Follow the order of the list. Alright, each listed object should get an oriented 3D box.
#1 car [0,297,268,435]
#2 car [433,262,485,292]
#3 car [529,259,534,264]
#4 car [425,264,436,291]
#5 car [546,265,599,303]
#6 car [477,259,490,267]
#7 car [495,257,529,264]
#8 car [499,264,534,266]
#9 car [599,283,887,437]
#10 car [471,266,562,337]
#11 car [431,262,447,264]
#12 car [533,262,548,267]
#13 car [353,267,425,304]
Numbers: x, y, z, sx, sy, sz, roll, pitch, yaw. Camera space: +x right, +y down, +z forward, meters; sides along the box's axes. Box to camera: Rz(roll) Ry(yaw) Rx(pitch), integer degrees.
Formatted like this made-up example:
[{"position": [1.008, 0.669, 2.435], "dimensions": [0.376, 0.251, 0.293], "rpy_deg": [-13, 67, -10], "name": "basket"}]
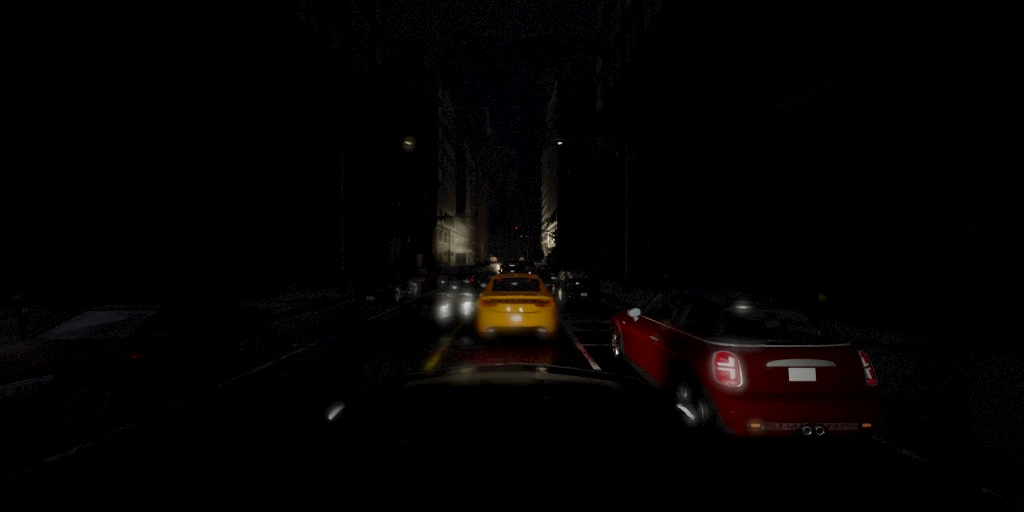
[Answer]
[{"position": [-5.664, 1.332, 5.481], "dimensions": [1.802, 1.307, 4.207], "rpy_deg": [0, 0, 0], "name": "car"}, {"position": [-3.033, 1.299, 21.781], "dimensions": [2.033, 1.411, 5.357], "rpy_deg": [0, 0, 1], "name": "car"}, {"position": [2.976, 1.232, 64.563], "dimensions": [1.967, 1.591, 4.097], "rpy_deg": [0, 0, 0], "name": "car"}, {"position": [-5.642, 1.334, 21.985], "dimensions": [1.802, 1.307, 4.207], "rpy_deg": [0, 0, 0], "name": "car"}, {"position": [2.876, 1.301, 16.472], "dimensions": [2.007, 1.370, 4.403], "rpy_deg": [0, 0, 0], "name": "car"}, {"position": [-5.549, 1.375, 64.588], "dimensions": [1.802, 1.307, 4.207], "rpy_deg": [0, 0, 0], "name": "car"}, {"position": [0.065, 1.105, 28.076], "dimensions": [2.097, 1.767, 4.553], "rpy_deg": [0, 0, 1], "name": "car"}, {"position": [0.124, 1.315, 19.344], "dimensions": [1.994, 1.385, 4.181], "rpy_deg": [0, 0, 0], "name": "car"}, {"position": [2.861, 1.190, 5.469], "dimensions": [1.967, 1.591, 4.097], "rpy_deg": [0, 0, 0], "name": "car"}, {"position": [0.109, 1.228, 10.356], "dimensions": [1.882, 1.535, 5.008], "rpy_deg": [0, 0, 0], "name": "car"}, {"position": [-5.634, 1.193, 27.486], "dimensions": [1.967, 1.591, 4.097], "rpy_deg": [0, 0, 0], "name": "car"}, {"position": [2.891, 1.319, 27.474], "dimensions": [1.948, 1.339, 4.313], "rpy_deg": [0, 0, 0], "name": "car"}, {"position": [-5.649, 1.317, 16.484], "dimensions": [1.948, 1.339, 4.313], "rpy_deg": [0, 0, 0], "name": "car"}]
